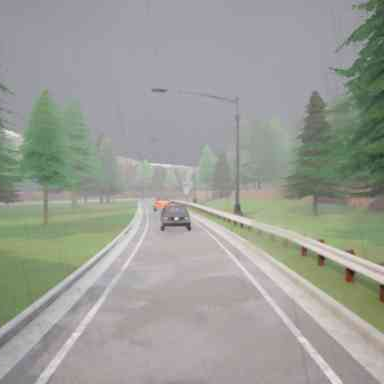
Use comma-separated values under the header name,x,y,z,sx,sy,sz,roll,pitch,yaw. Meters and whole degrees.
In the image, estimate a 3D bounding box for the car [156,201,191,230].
name,x,y,z,sx,sy,sz,roll,pitch,yaw
car,-1.100,1.556,21.214,2.033,1.411,5.357,0,0,-5

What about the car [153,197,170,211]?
name,x,y,z,sx,sy,sz,roll,pitch,yaw
car,-3.749,1.372,41.644,2.097,1.767,4.553,0,0,-8
